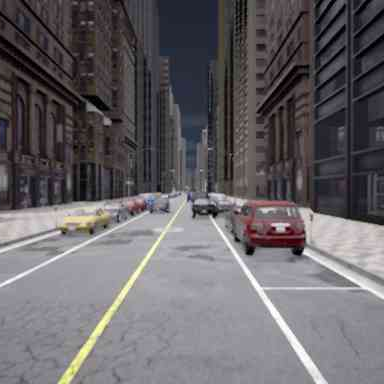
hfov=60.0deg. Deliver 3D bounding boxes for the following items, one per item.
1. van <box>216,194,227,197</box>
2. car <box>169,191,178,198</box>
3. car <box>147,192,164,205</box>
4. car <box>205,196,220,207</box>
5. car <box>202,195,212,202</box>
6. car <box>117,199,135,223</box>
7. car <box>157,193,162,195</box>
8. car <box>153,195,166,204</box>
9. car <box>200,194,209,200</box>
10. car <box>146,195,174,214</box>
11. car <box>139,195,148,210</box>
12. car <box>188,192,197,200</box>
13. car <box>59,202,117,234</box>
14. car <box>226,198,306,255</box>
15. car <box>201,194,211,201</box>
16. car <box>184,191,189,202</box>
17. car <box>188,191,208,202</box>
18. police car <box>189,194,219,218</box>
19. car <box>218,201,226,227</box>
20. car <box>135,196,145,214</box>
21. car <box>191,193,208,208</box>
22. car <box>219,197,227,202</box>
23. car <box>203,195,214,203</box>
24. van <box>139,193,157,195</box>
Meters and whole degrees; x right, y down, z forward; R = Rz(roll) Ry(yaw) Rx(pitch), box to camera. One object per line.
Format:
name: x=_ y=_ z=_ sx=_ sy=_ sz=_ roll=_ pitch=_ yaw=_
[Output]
van: x=2.827 y=1.130 z=35.293 sx=1.690 sy=1.788 sz=3.998 roll=0 pitch=0 yaw=0
car: x=-5.597 y=1.065 z=91.482 sx=1.802 sy=1.307 sz=4.206 roll=0 pitch=0 yaw=0
car: x=-5.667 y=1.008 z=52.152 sx=2.192 sy=1.841 sz=5.009 roll=0 pitch=0 yaw=0
car: x=2.848 y=1.249 z=46.702 sx=1.752 sy=1.417 sz=4.829 roll=0 pitch=0 yaw=0
car: x=2.878 y=1.212 z=63.388 sx=1.802 sy=1.307 sz=4.206 roll=0 pitch=0 yaw=0
car: x=-5.718 y=1.404 z=24.068 sx=2.008 sy=1.369 sz=4.403 roll=0 pitch=0 yaw=0
car: x=-5.678 y=1.276 z=46.535 sx=2.008 sy=1.369 sz=4.403 roll=0 pitch=0 yaw=0
car: x=-5.658 y=1.187 z=57.602 sx=1.752 sy=1.417 sz=4.829 roll=0 pitch=0 yaw=0
car: x=2.908 y=1.107 z=80.244 sx=1.947 sy=1.339 sz=4.313 roll=0 pitch=0 yaw=0
car: x=-3.038 y=1.309 z=32.441 sx=1.837 sy=1.490 sz=4.892 roll=0 pitch=0 yaw=0
car: x=-5.698 y=1.333 z=35.298 sx=1.887 sy=1.381 sz=4.507 roll=0 pitch=0 yaw=0
car: x=0.141 y=0.827 z=77.688 sx=2.097 sy=1.767 sz=4.553 roll=0 pitch=0 yaw=0
car: x=-5.728 y=1.413 z=18.273 sx=1.752 sy=1.417 sz=4.829 roll=0 pitch=0 yaw=0
car: x=2.787 y=1.235 z=12.819 sx=2.192 sy=1.841 sz=5.009 roll=0 pitch=0 yaw=0
car: x=2.888 y=1.124 z=69.176 sx=1.752 sy=1.417 sz=4.829 roll=0 pitch=0 yaw=0
car: x=0.113 y=0.856 z=62.195 sx=2.150 sy=2.045 sz=5.566 roll=0 pitch=0 yaw=0
car: x=0.970 y=0.997 z=38.074 sx=2.150 sy=2.045 sz=5.566 roll=0 pitch=0 yaw=0
police car: x=0.952 y=1.255 z=28.156 sx=1.930 sy=1.638 sz=5.238 roll=0 pitch=0 yaw=0
car: x=2.797 y=1.437 z=18.439 sx=2.008 sy=1.369 sz=4.403 roll=0 pitch=0 yaw=0
car: x=-5.708 y=1.365 z=29.680 sx=1.887 sy=1.381 sz=4.507 roll=0 pitch=0 yaw=0
car: x=0.980 y=1.090 z=44.015 sx=2.097 sy=1.767 sz=4.553 roll=0 pitch=0 yaw=0
car: x=2.817 y=1.372 z=29.676 sx=2.008 sy=1.369 sz=4.403 roll=0 pitch=0 yaw=0
car: x=2.868 y=1.243 z=57.770 sx=1.802 sy=1.307 sz=4.206 roll=0 pitch=0 yaw=0
van: x=-5.688 y=1.098 z=40.916 sx=1.690 sy=1.788 sz=3.998 roll=0 pitch=0 yaw=0
